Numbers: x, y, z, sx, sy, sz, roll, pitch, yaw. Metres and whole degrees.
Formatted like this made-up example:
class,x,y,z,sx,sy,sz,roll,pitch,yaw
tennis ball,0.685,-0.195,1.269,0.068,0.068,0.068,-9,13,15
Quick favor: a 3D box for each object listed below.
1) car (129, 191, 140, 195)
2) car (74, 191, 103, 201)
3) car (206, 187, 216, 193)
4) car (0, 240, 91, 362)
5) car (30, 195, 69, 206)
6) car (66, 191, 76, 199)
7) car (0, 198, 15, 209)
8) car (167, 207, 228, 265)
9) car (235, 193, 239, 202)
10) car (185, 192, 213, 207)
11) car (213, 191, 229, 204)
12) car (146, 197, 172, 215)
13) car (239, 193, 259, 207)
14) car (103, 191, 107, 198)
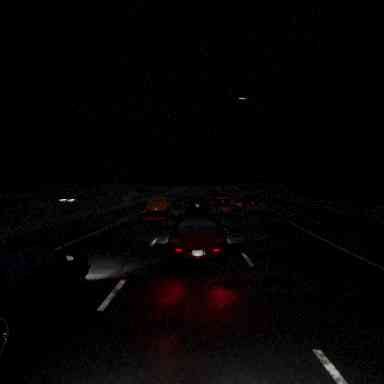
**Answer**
class,x,y,z,sx,sy,sz,roll,pitch,yaw
car,-12.556,0.450,73.361,1.812,1.442,4.674,0,1,1
car,-16.594,0.933,53.489,2.033,1.411,5.357,0,1,2
car,5.157,0.064,81.928,2.097,1.767,4.553,0,1,1
car,-3.376,1.532,5.607,2.033,1.411,5.357,0,0,0
car,-13.664,1.320,31.471,1.994,1.385,4.181,0,1,1
car,-23.262,0.633,65.011,1.837,1.490,4.892,0,1,1
car,-20.492,1.280,34.785,1.994,1.385,4.181,0,1,1
car,0.176,1.474,11.364,1.812,1.442,4.674,0,1,1
car,7.967,0.896,53.389,1.812,1.442,4.674,0,1,1
car,0.483,1.132,28.996,2.097,1.767,4.553,0,1,1
car,4.342,0.983,48.270,1.837,1.490,4.892,0,1,1
car,-2.982,1.239,30.623,1.882,1.535,5.008,0,1,1
car,7.594,1.070,43.336,1.837,1.490,4.892,0,1,3
car,-19.618,0.488,70.887,2.128,1.511,4.902,0,1,1
